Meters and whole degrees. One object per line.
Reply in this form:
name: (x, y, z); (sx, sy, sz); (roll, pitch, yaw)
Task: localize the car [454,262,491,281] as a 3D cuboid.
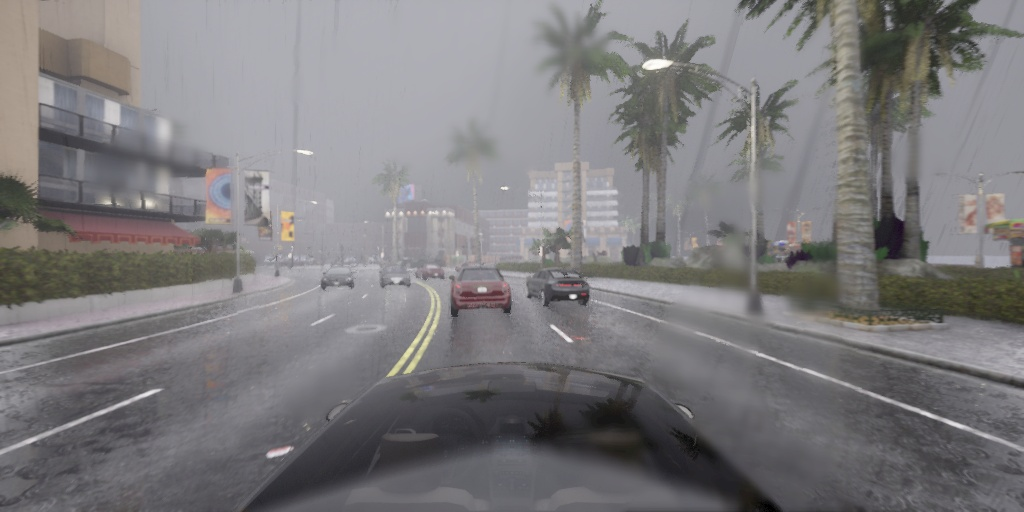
car: (-3.700, 1.357, 32.847); (1.882, 1.535, 5.008); (0, 0, -25)

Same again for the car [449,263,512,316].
car: (-1.361, 1.153, 14.014); (2.097, 1.767, 4.553); (0, 0, -10)

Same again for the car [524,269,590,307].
car: (1.854, 1.296, 15.908); (1.837, 1.490, 4.892); (0, 0, -11)

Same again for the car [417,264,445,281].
car: (-7.539, 1.422, 32.724); (1.812, 1.442, 4.674); (0, 0, -27)

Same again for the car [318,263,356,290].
car: (-11.508, 1.410, 24.001); (1.812, 1.442, 4.674); (0, 0, -21)

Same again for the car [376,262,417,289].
car: (-8.046, 1.362, 24.632); (2.128, 1.511, 4.902); (0, 0, -21)
